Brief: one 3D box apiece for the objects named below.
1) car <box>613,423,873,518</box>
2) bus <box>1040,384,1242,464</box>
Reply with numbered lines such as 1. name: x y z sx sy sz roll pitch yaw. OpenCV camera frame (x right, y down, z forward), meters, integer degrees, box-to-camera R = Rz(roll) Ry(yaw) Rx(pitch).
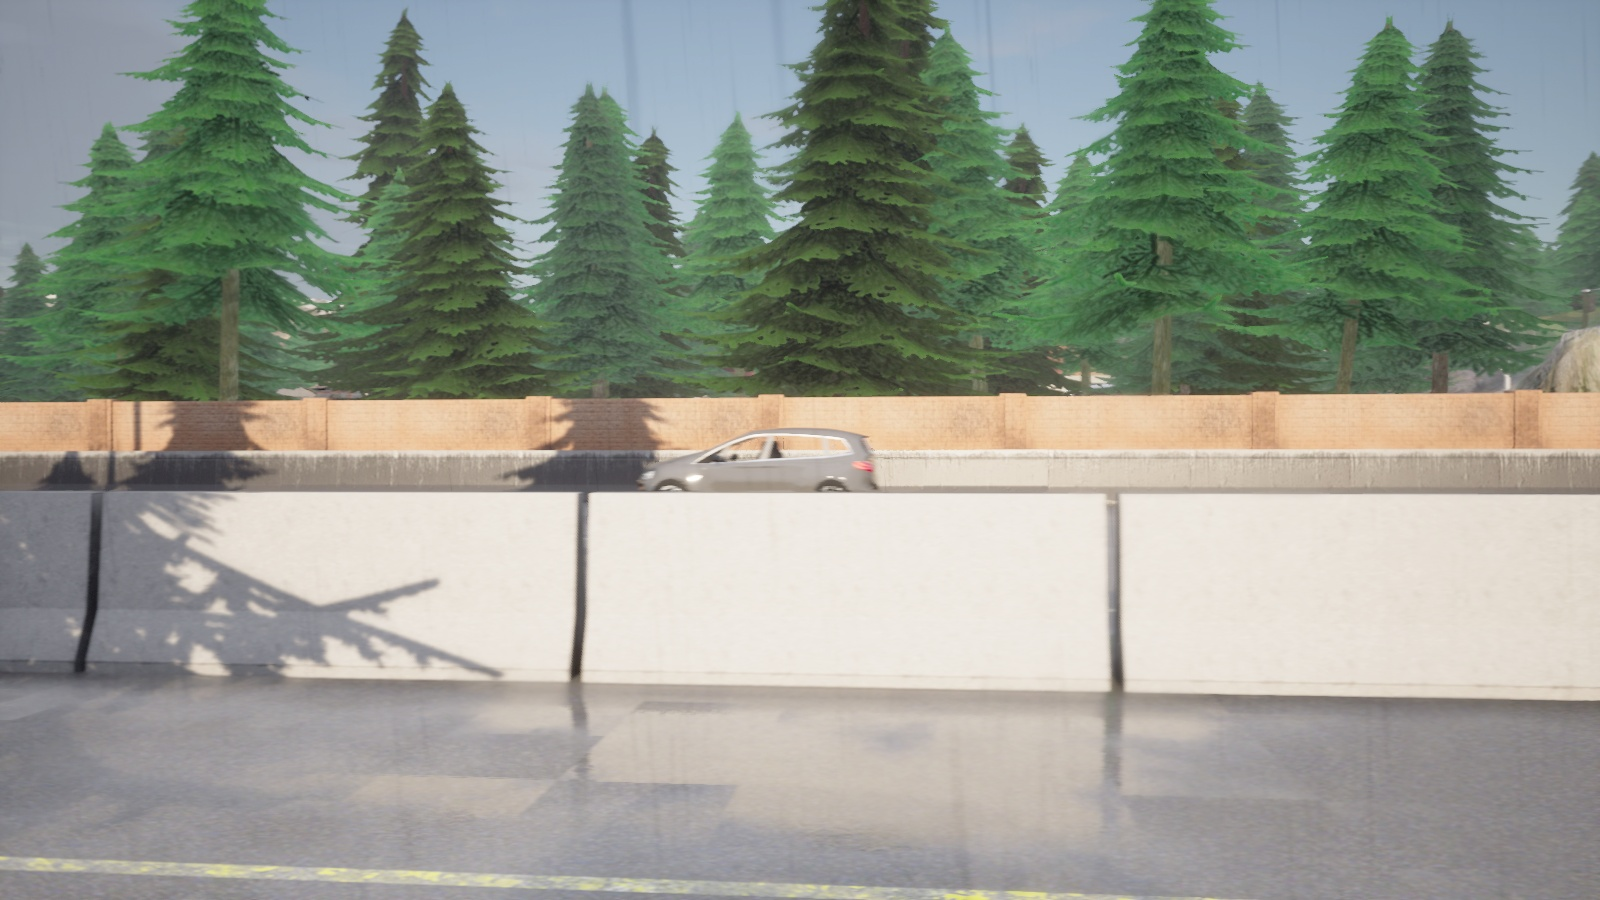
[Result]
1. car: -0.991 0.342 23.779 4.611 1.667 2.242 1 1 6
2. bus: 18.638 -1.452 69.430 10.273 4.253 3.944 0 1 7
